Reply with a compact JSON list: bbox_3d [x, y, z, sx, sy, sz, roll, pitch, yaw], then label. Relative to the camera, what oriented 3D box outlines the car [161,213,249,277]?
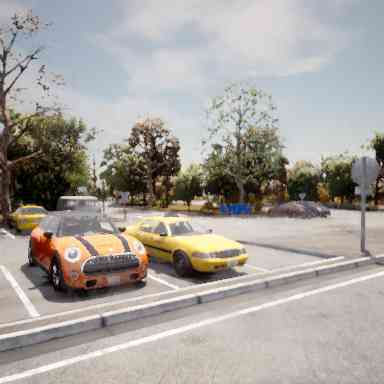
[{"bbox_3d":[-0.525,1.480,10.689,1.946,1.575,5.366,0,0,-36],"label":"car"}]

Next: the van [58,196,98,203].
[{"bbox_3d":[-7.178,1.262,21.098,1.878,1.987,4.442,0,0,-36],"label":"van"}]

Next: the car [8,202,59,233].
[{"bbox_3d":[-9.626,1.473,19.716,1.946,1.575,5.366,0,0,-36],"label":"car"}]

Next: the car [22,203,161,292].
[{"bbox_3d":[-3.023,1.345,9.166,2.185,1.767,4.553,0,0,-36],"label":"car"}]

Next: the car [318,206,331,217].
[{"bbox_3d":[12.232,1.731,35.153,2.185,1.767,4.553,1,-1,-35],"label":"car"}]

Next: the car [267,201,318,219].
[{"bbox_3d":[9.677,1.830,33.269,2.002,1.452,4.674,2,-1,-36],"label":"car"}]
